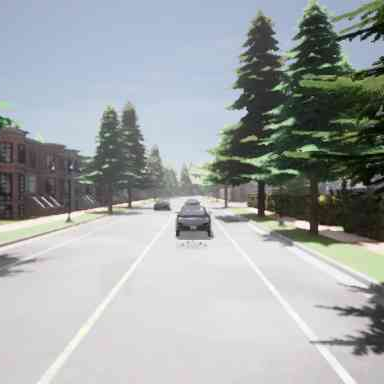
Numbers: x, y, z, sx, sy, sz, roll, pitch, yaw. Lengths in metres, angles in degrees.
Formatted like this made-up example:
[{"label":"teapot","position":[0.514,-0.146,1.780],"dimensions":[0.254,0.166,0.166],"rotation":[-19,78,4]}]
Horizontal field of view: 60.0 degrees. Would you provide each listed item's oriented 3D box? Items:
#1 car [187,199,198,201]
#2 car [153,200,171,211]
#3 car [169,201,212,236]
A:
[{"label":"car","position":[0.048,1.527,38.120],"dimensions":[1.812,1.442,4.674],"rotation":[0,0,0]},{"label":"car","position":[-3.559,1.603,40.492],"dimensions":[1.895,1.301,4.718],"rotation":[0,0,0]},{"label":"car","position":[0.073,1.493,18.400],"dimensions":[2.128,1.511,4.902],"rotation":[0,0,0]}]
